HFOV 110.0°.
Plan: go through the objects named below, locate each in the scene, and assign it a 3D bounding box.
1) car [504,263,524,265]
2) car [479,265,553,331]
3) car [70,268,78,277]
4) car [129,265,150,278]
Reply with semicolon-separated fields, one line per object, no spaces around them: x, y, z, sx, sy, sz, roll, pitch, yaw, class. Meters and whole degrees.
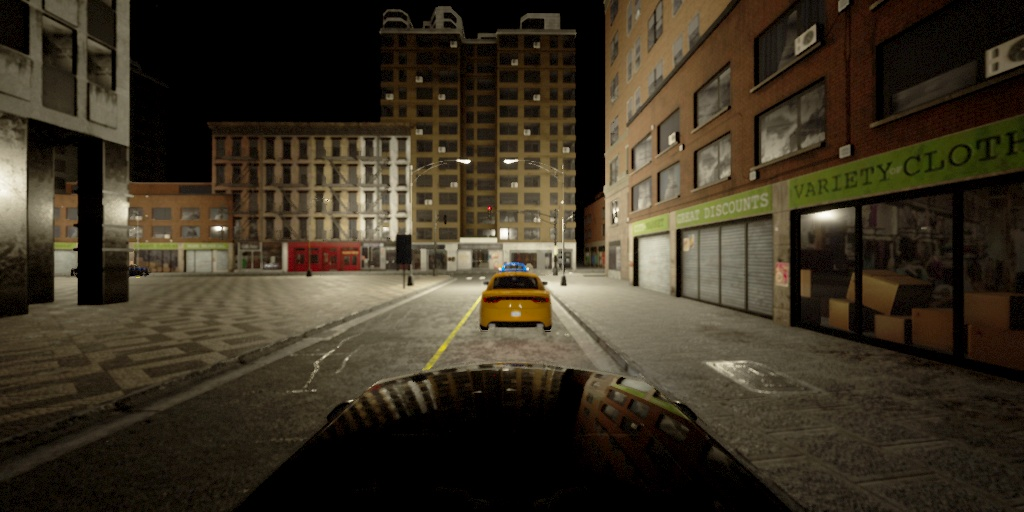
0.122;1.200;23.498;1.882;1.535;5.008;0;0;0;car
0.106;1.218;11.009;1.882;1.535;5.008;0;0;0;car
-44.593;1.502;38.766;4.902;1.511;2.128;0;0;-1;car
-39.157;1.450;35.698;5.008;1.535;1.882;0;0;0;car
